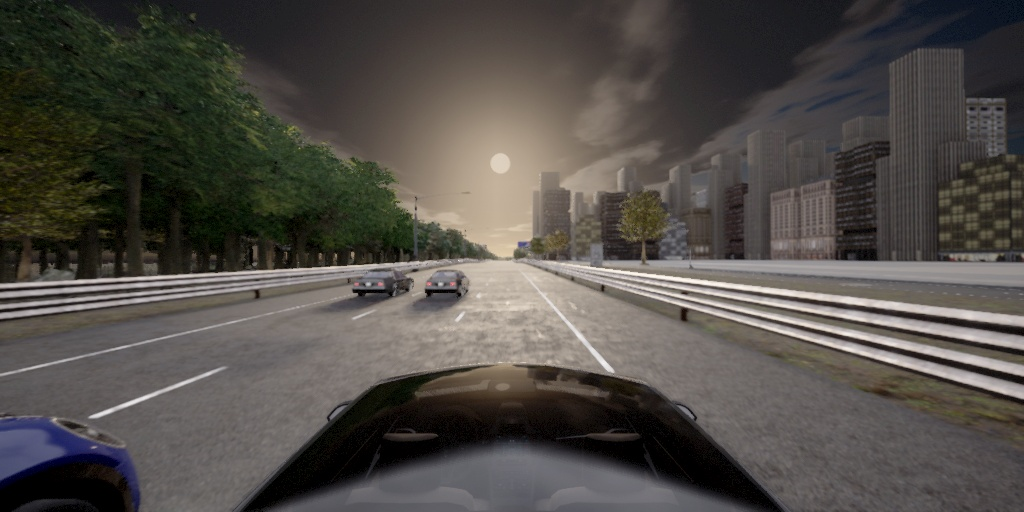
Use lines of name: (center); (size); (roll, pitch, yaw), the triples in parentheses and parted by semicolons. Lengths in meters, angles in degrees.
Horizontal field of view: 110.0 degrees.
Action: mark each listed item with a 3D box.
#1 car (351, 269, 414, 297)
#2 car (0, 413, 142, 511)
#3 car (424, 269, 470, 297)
car: (-6.974, 1.429, 19.886); (2.033, 1.411, 5.357); (0, 0, 0)
car: (-3.411, 1.092, 0.357); (2.097, 1.767, 4.553); (0, 0, 0)
car: (-3.475, 1.428, 19.918); (2.033, 1.411, 5.357); (0, 0, 0)
